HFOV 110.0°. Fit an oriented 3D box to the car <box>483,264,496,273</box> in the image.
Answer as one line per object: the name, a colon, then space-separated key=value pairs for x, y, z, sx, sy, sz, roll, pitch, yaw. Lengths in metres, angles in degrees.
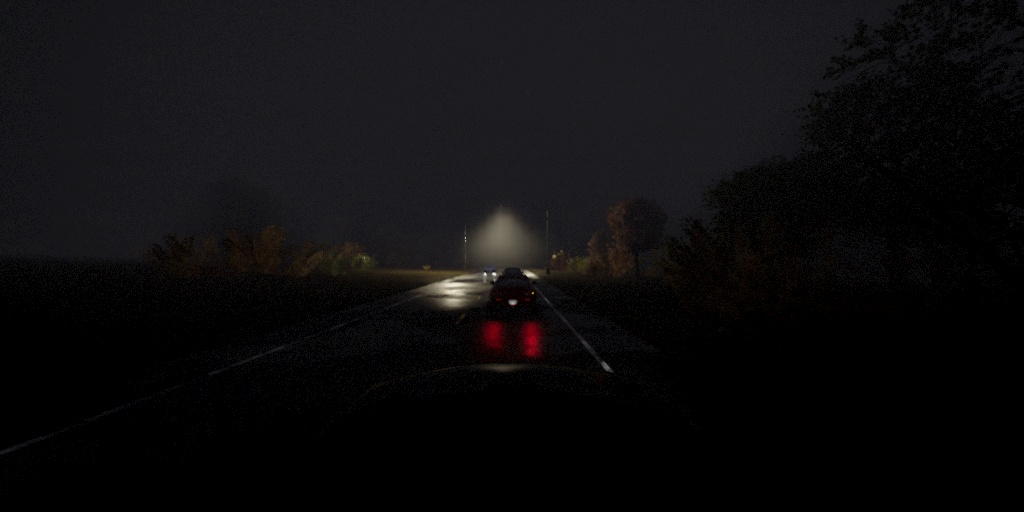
car: x=-3.564 y=2.084 z=58.554 sx=1.812 sy=1.442 sz=4.674 roll=0 pitch=-1 yaw=0

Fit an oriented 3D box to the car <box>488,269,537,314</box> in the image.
car: x=0.050 y=1.457 z=14.794 sx=1.812 sy=1.442 sz=4.674 roll=0 pitch=-1 yaw=1

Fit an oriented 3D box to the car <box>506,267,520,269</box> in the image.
car: x=0.051 y=1.667 z=29.804 sx=1.812 sy=1.442 sz=4.674 roll=0 pitch=-1 yaw=1
